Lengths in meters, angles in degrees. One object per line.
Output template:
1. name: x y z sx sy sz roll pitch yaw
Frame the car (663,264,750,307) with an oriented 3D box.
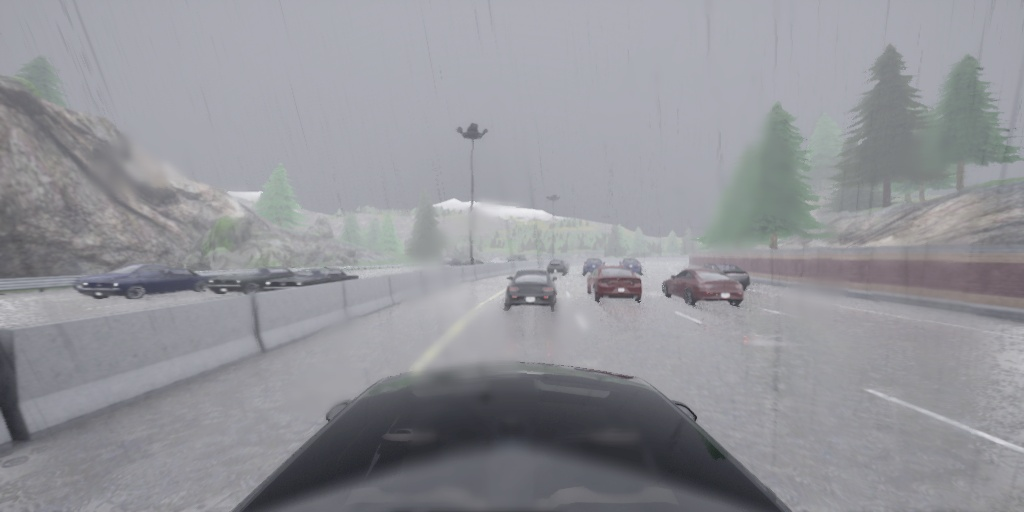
1. car: 7.949 1.242 15.237 1.812 1.442 4.674 0 0 6

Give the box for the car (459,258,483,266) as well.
1. car: -6.434 1.057 59.024 1.994 1.385 4.181 0 0 21

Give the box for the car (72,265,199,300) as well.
1. car: -16.699 1.241 16.870 1.895 1.301 4.718 0 0 6

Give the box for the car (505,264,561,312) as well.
1. car: 0.787 1.227 13.925 1.812 1.442 4.674 0 0 5

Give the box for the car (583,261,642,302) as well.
1. car: 4.596 1.179 16.618 1.882 1.535 5.008 0 0 6

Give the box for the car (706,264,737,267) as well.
1. car: 12.338 1.194 21.569 2.128 1.511 4.902 0 0 9

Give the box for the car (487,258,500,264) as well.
1. car: -2.458 1.028 59.533 1.812 1.442 4.674 0 0 22

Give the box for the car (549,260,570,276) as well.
1. car: 4.654 1.126 35.974 1.837 1.490 4.892 0 0 14

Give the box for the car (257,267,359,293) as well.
1. car: -9.598 1.258 17.565 1.895 1.301 4.718 0 0 6

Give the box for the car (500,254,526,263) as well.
1. car: 0.605 0.735 57.879 2.150 2.045 5.566 0 0 22

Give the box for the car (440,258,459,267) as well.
1. car: -10.040 1.007 59.445 1.812 1.442 4.674 0 0 21

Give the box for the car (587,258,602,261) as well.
1. car: 8.397 0.981 36.458 2.097 1.767 4.553 0 0 14

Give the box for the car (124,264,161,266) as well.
1. car: -19.945 1.147 19.120 1.812 1.442 4.674 0 0 7

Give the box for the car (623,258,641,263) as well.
1. car: 12.236 0.989 37.223 2.097 1.767 4.553 0 0 15

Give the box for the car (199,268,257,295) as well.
1. car: -12.988 1.244 18.648 1.895 1.301 4.718 0 0 7
